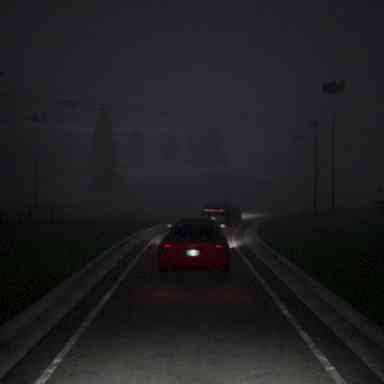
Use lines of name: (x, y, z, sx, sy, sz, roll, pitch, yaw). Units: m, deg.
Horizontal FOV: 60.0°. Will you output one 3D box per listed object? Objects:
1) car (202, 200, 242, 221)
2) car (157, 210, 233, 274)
car: (2.080, 1.317, 22.479, 2.128, 1.511, 4.902, 0, 0, 20)
car: (0.112, 1.483, 10.374, 1.994, 1.385, 4.181, 0, 0, 3)
